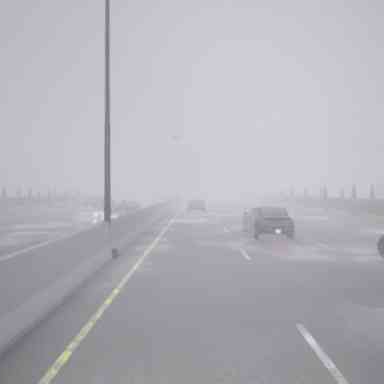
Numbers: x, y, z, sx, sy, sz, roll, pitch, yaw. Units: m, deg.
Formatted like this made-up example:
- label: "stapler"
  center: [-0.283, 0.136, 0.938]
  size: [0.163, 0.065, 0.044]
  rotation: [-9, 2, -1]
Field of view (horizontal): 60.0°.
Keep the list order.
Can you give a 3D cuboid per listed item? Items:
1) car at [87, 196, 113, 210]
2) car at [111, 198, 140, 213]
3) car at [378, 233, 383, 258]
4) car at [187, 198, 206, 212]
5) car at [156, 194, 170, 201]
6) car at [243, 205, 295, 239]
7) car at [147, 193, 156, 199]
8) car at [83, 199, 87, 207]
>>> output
- label: "car"
  center: [-10.157, 1.321, 39.029]
  size: [2.128, 1.511, 4.902]
  rotation: [0, 0, 1]
- label: "car"
  center: [-6.713, 1.450, 34.893]
  size: [1.895, 1.301, 4.718]
  rotation: [0, 0, 1]
- label: "car"
  center: [7.192, 1.492, 9.336]
  size: [1.812, 1.442, 4.674]
  rotation: [0, 0, 1]
- label: "car"
  center: [0.492, 1.343, 35.751]
  size: [2.128, 1.511, 4.902]
  rotation: [0, 0, 1]
- label: "car"
  center: [-6.147, 1.212, 75.349]
  size: [2.128, 1.511, 4.902]
  rotation: [0, 0, 1]
- label: "car"
  center: [3.773, 1.437, 16.875]
  size: [1.837, 1.490, 4.892]
  rotation: [0, 0, 1]
- label: "car"
  center: [-9.589, 1.029, 80.251]
  size: [1.837, 1.490, 4.892]
  rotation: [0, 0, 1]
- label: "car"
  center: [-13.565, 1.306, 46.002]
  size: [1.837, 1.490, 4.892]
  rotation: [0, 0, 1]
